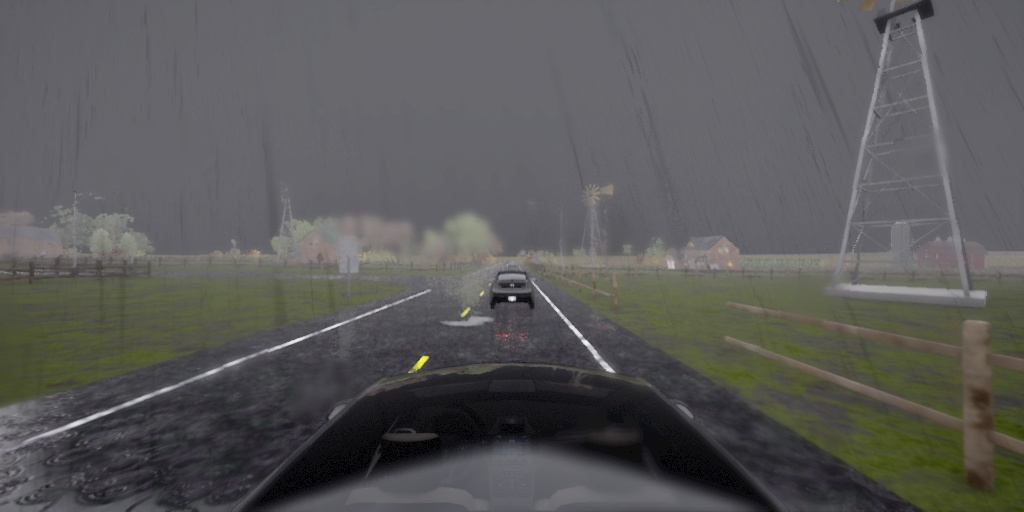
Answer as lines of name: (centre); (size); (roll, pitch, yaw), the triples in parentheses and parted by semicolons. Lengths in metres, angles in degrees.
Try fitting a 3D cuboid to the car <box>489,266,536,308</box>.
car: (0.016, 1.391, 16.143); (1.837, 1.490, 4.892); (0, 0, 0)
